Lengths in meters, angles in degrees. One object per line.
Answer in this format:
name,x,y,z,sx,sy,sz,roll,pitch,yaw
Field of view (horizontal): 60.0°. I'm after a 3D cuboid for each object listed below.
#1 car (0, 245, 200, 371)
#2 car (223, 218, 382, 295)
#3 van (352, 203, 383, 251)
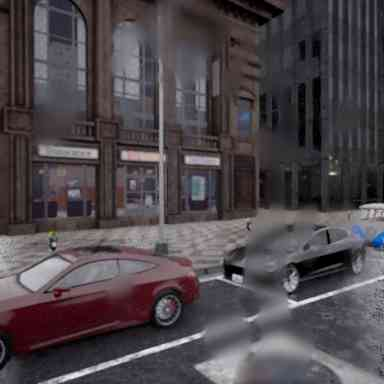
car,-1.792,1.575,5.369,4.206,1.307,1.802,0,0,-35
car,2.790,1.532,8.621,4.313,1.339,1.947,0,0,-35
van,7.370,1.280,11.872,3.998,1.788,1.690,0,0,-35
